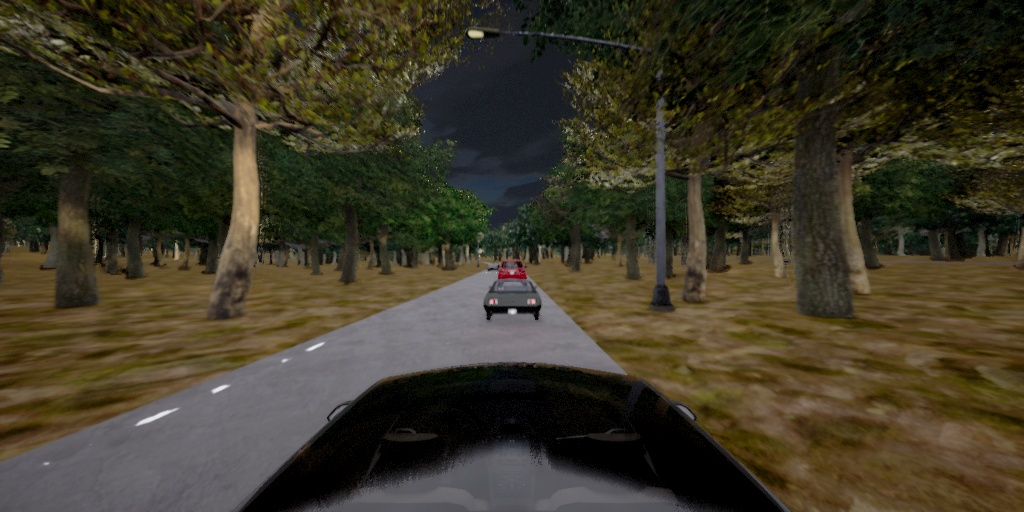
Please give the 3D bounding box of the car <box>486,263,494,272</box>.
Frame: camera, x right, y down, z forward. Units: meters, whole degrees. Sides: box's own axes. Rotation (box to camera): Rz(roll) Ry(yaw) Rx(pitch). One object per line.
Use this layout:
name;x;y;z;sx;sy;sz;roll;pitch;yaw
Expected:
car;-3.058;1.866;58.622;1.837;1.490;4.892;0;0;0

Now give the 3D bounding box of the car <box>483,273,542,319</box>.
car;0.039;1.503;13.547;1.895;1.301;4.718;0;-1;1

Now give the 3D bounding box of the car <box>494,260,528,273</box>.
car;0.034;1.303;28.090;2.150;2.045;5.566;0;0;1
